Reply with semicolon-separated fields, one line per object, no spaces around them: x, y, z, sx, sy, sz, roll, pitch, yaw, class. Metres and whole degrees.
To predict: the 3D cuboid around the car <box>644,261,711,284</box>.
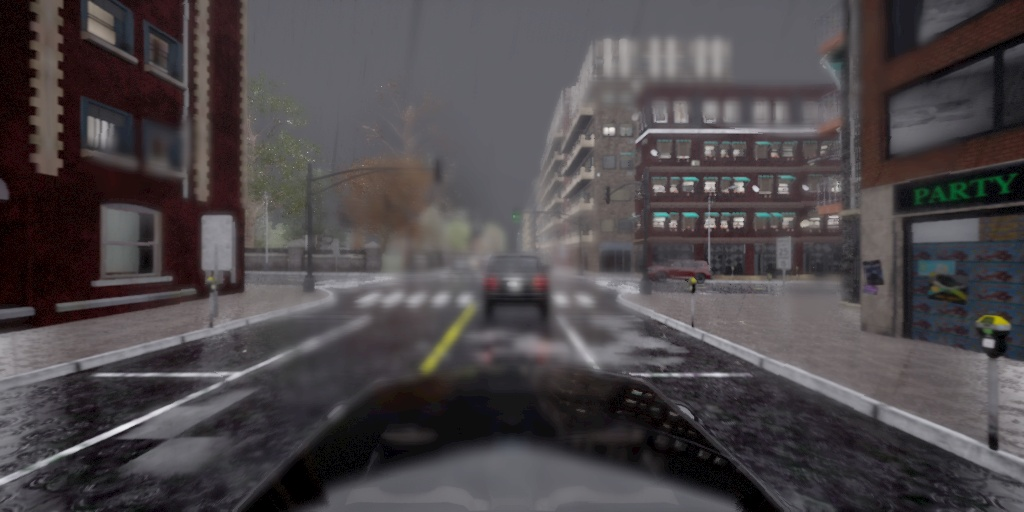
13.455;1.274;29.128;5.009;1.841;2.192;0;0;-1;car

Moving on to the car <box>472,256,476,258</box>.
-5.680;1.154;52.564;1.751;1.417;4.829;0;0;0;car

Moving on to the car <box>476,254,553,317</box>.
0.314;0.939;13.262;2.150;2.045;5.566;0;0;5;car

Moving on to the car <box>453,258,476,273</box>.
-5.682;1.215;41.472;1.948;1.339;4.313;0;0;0;car
